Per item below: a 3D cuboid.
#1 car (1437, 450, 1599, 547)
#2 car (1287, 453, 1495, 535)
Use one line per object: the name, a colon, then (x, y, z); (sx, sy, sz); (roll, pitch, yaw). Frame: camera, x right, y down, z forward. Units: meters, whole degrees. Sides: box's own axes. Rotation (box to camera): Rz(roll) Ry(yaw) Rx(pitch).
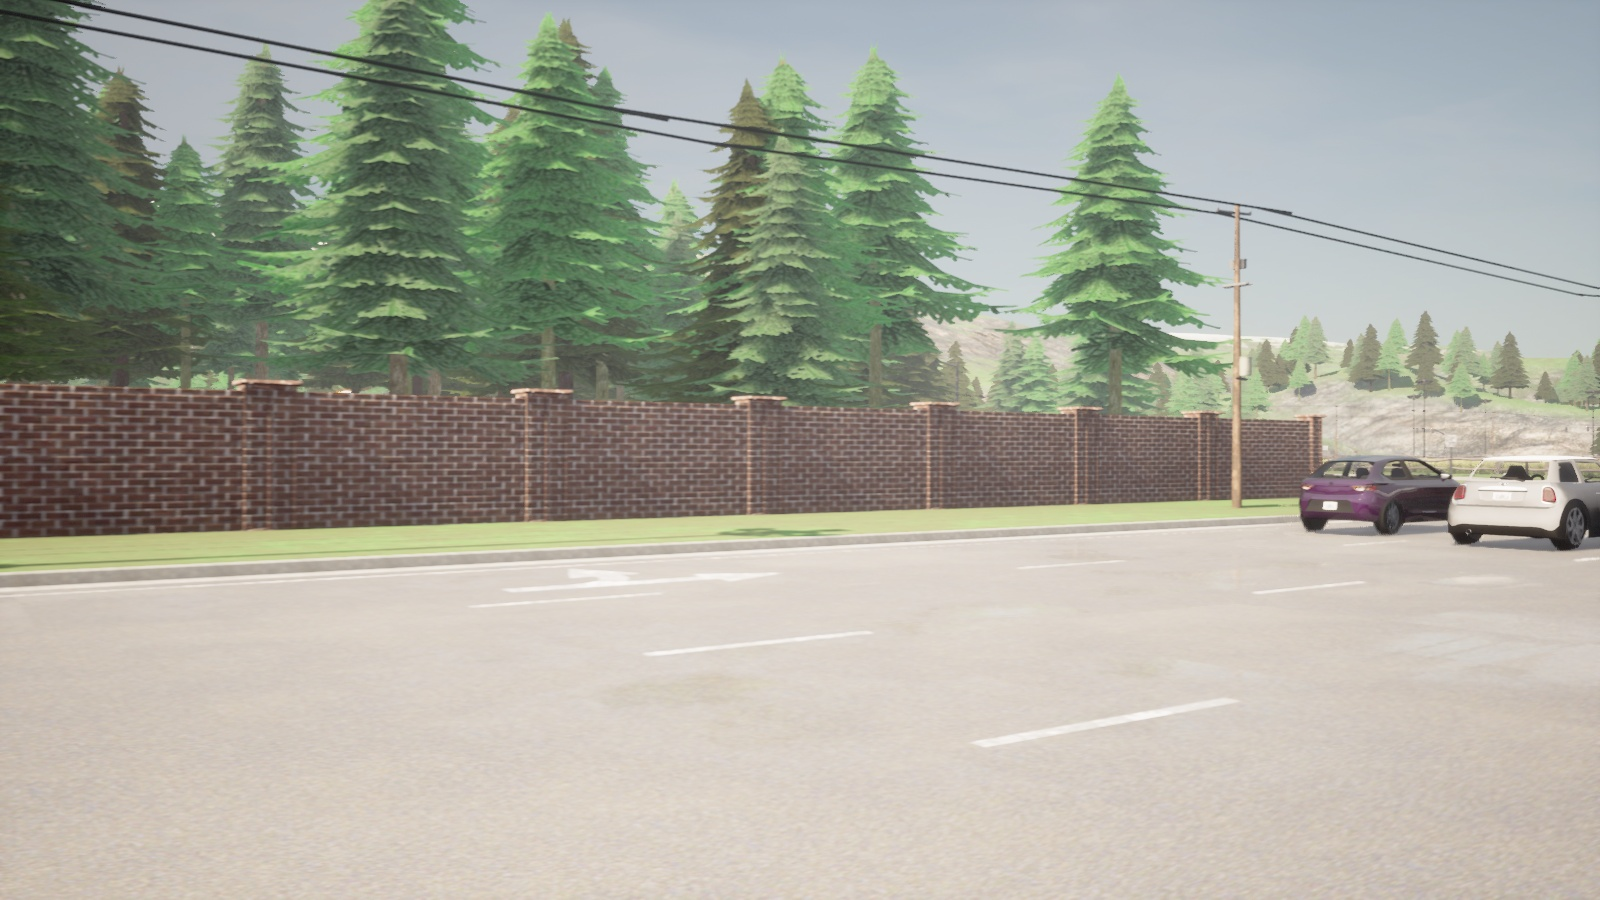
car: (12.630, 0.735, 20.977); (3.806, 1.475, 1.970); (0, 0, -35)
car: (11.560, 0.794, 24.498); (4.193, 1.474, 1.816); (0, 0, -35)
